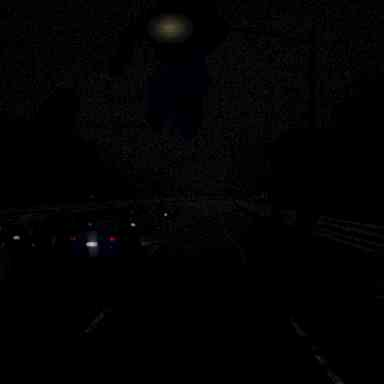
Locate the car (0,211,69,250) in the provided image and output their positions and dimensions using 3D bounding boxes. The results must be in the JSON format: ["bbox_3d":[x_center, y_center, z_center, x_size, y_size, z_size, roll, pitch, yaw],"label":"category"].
[{"bbox_3d":[-6.659,1.623,15.231,1.882,1.535,5.008,0,-1,1],"label":"car"}]

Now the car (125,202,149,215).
[{"bbox_3d":[-5.796,1.815,35.526,2.128,1.511,4.902,0,-1,3],"label":"car"}]

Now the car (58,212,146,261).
[{"bbox_3d":[-3.216,1.690,12.832,1.994,1.385,4.181,0,-1,1],"label":"car"}]

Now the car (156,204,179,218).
[{"bbox_3d":[-2.379,1.914,34.108,1.895,1.301,4.718,0,-1,3],"label":"car"}]
